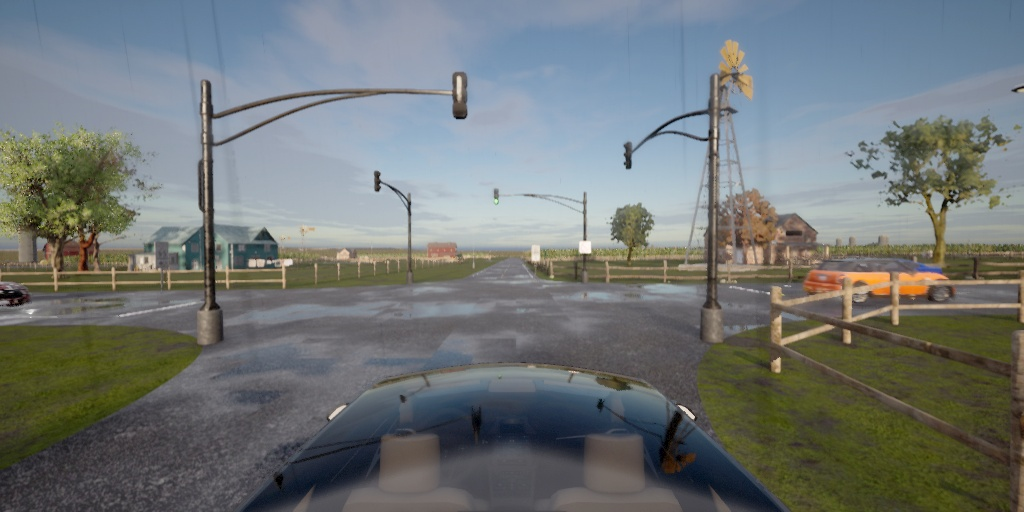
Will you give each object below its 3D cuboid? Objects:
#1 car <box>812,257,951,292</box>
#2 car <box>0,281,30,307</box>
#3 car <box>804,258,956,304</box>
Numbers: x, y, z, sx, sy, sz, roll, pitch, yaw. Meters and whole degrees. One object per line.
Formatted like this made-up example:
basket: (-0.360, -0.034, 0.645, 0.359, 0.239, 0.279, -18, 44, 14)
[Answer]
car: (18.356, 0.882, 17.999, 5.008, 1.535, 1.882, -1, 1, 1)
car: (-23.418, 1.389, 14.969, 4.553, 1.767, 2.097, -1, 1, 1)
car: (14.664, 0.881, 14.448, 4.553, 1.767, 2.097, -1, 1, 1)
